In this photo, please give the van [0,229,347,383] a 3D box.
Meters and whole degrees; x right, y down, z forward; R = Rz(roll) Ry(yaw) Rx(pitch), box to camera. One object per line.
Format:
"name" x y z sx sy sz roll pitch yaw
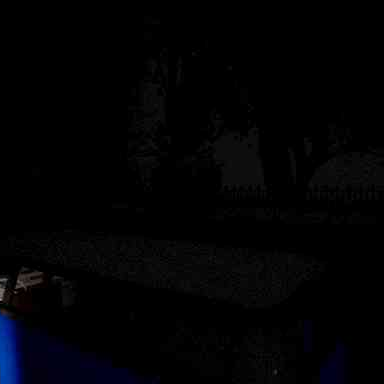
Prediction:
"van" -0.657 1.341 3.180 3.998 1.788 1.690 0 0 35
